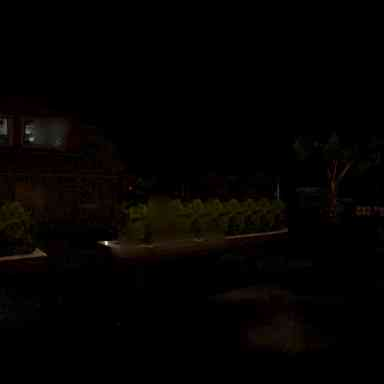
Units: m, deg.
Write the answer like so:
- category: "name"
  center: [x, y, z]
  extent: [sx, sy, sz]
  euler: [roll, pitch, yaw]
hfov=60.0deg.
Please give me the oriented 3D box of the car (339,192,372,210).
- category: "car"
  center: [17.452, 0.985, 36.235]
  extent: [3.866, 1.878, 1.905]
  euler: [0, 0, 0]

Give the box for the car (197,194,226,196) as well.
- category: "car"
  center: [2.218, 1.224, 29.653]
  extent: [2.150, 2.045, 5.566]
  euler: [0, 0, -35]
